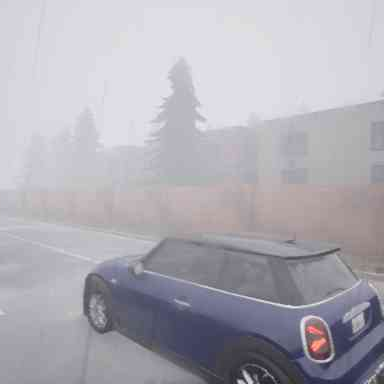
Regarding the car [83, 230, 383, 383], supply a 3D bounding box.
[{"bbox_3d":[0.226,1.353,4.937,2.097,1.767,4.553,0,0,-44],"label":"car"}]
